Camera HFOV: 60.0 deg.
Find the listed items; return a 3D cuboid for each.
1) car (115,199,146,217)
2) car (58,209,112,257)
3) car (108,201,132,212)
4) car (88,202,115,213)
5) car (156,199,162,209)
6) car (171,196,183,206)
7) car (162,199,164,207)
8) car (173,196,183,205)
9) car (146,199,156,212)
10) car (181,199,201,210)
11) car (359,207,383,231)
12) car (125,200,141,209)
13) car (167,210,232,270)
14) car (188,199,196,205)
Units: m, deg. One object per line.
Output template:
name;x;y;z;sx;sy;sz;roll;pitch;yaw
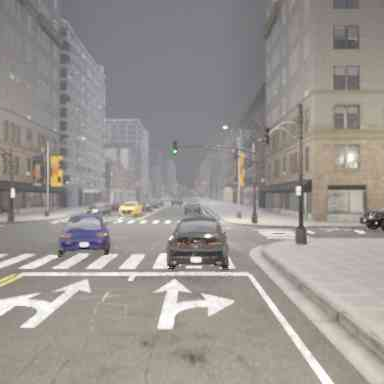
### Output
car;-6.607;1.802;36.072;1.882;1.535;5.008;0;-1;0
car;-4.390;1.646;13.618;1.812;1.442;4.674;0;0;-17
car;-9.834;1.957;45.692;2.033;1.411;5.357;0;0;1
car;-9.908;1.815;35.946;2.128;1.511;4.902;0;-1;-3
car;-6.527;2.054;55.127;1.994;1.385;4.181;0;0;0
car;-3.284;2.108;68.920;1.837;1.490;4.892;0;0;0
car;-6.532;2.080;65.210;1.837;1.490;4.892;0;0;0
car;-3.289;1.924;79.700;2.150;2.045;5.566;0;0;0
car;-6.579;1.758;45.336;2.097;1.767;4.553;0;0;0
car;0.082;1.847;39.717;2.128;1.511;4.902;0;0;0
car;13.716;1.463;21.101;5.566;2.045;2.150;0;-1;0
car;-9.777;2.096;55.719;1.895;1.301;4.718;0;0;0
car;0.308;1.609;11.499;1.837;1.490;4.892;-1;0;5
car;-0.038;2.275;77.570;1.895;1.301;4.718;0;0;0
